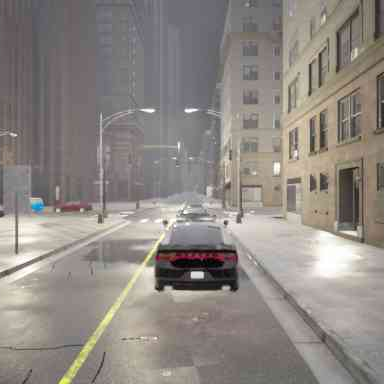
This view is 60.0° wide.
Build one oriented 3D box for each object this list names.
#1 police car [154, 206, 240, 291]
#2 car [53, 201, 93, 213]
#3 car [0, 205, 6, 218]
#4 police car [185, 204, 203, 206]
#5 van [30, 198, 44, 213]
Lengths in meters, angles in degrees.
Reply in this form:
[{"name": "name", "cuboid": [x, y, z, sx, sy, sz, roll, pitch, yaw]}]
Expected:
[{"name": "police car", "cuboid": [0.107, 1.427, 9.160, 1.930, 1.638, 5.238, 0, 0, 0]}, {"name": "car", "cuboid": [-13.961, 1.724, 39.054, 4.507, 1.381, 1.887, -1, 0, 0]}, {"name": "car", "cuboid": [-19.614, 1.521, 30.551, 5.009, 1.841, 2.192, -1, 0, 0]}, {"name": "police car", "cuboid": [0.122, 1.506, 19.343, 2.038, 1.542, 4.974, 0, 0, 0]}, {"name": "van", "cuboid": [-19.588, 1.588, 39.076, 3.998, 1.788, 1.690, -1, 0, 0]}]
